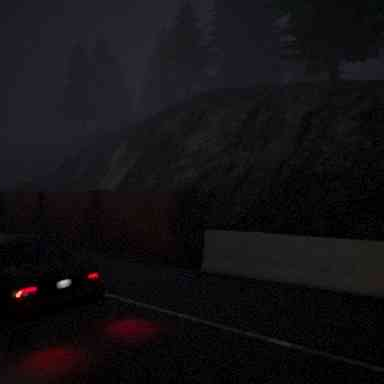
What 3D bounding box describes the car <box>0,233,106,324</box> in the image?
[{"bbox_3d":[-4.135,1.621,7.190,5.357,1.411,2.033,-1,-1,38],"label":"car"}]
